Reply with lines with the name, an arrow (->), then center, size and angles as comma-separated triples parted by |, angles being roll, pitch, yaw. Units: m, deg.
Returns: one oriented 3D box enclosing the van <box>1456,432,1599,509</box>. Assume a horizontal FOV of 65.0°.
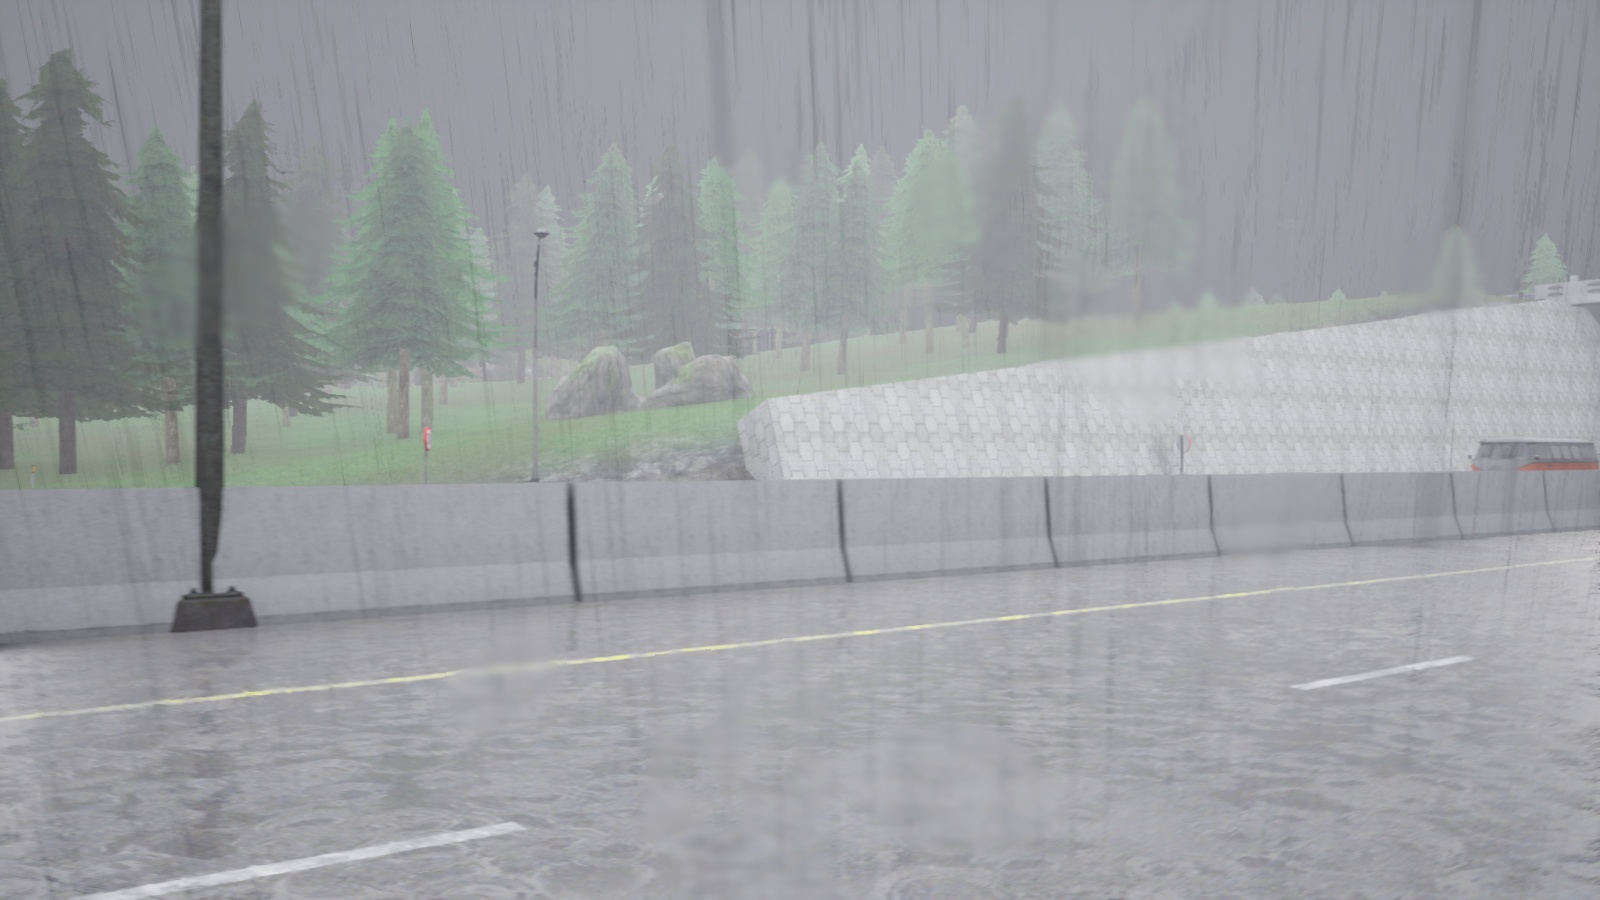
van -> 20.232, 0.541, 34.799 | 4.442, 1.987, 1.775 | 0, 0, -35
